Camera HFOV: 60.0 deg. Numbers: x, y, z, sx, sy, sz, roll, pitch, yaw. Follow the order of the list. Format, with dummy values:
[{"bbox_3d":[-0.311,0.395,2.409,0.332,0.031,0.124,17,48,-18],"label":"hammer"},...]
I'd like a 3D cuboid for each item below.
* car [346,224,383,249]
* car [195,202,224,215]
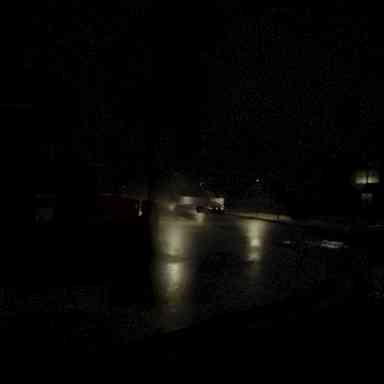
[{"bbox_3d":[9.287,1.684,13.551,5.357,1.411,2.033,0,0,30],"label":"car"},{"bbox_3d":[1.866,1.753,36.332,2.033,1.411,5.357,1,0,-15],"label":"car"}]
